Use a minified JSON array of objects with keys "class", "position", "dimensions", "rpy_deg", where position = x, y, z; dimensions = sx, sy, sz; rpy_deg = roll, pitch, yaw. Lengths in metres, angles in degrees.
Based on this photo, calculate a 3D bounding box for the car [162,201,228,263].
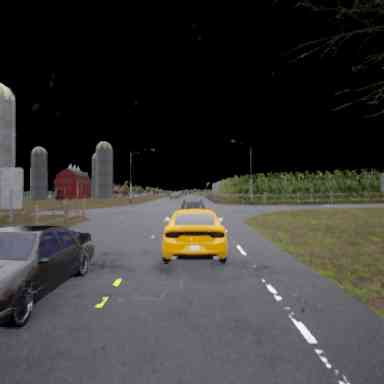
[{"class":"car","position":[0.076,1.301,11.343],"dimensions":[1.882,1.535,5.008],"rpy_deg":[0,1,0]}]

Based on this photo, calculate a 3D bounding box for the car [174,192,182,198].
[{"class":"car","position":[-3.536,0.691,82.586],"dimensions":[1.812,1.442,4.674],"rpy_deg":[0,0,0]}]

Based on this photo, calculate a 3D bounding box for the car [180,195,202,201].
[{"class":"car","position":[0.078,1.149,29.267],"dimensions":[1.895,1.301,4.718],"rpy_deg":[0,1,0]}]

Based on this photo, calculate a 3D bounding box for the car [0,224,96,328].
[{"class":"car","position":[-3.588,1.437,6.999],"dimensions":[2.033,1.411,5.357],"rpy_deg":[0,1,0]}]

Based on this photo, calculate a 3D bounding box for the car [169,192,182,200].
[{"class":"car","position":[-3.540,0.735,66.757],"dimensions":[1.837,1.490,4.892],"rpy_deg":[0,0,0]}]
